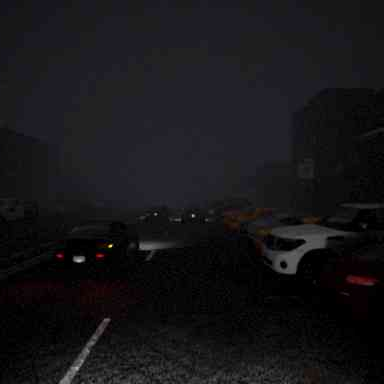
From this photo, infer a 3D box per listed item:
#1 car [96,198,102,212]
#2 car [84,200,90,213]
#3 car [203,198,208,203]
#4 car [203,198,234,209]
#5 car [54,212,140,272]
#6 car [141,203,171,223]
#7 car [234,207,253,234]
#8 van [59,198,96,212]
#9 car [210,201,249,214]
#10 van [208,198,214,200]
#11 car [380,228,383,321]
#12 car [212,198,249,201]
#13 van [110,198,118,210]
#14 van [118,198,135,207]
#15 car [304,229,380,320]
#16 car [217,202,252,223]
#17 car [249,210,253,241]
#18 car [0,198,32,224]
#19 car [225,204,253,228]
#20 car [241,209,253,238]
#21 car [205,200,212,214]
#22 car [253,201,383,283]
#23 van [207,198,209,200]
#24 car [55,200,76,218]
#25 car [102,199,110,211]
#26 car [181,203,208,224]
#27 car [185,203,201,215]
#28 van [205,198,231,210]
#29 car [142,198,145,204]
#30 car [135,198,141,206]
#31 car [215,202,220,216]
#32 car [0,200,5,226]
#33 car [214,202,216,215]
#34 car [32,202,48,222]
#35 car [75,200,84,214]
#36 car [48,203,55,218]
[{"bbox_3d":[-15.850,2.053,47.490,4.553,1.767,2.185,0,-1,0],"label":"car"},{"bbox_3d":[-15.804,2.123,41.971,4.674,1.452,2.002,0,-1,0],"label":"car"},{"bbox_3d":[4.739,2.019,53.108,5.566,2.045,2.435,0,-1,0],"label":"car"},{"bbox_3d":[4.759,2.141,61.443,5.566,2.045,2.435,0,-1,0],"label":"car"},{"bbox_3d":[-2.903,1.574,10.853,1.812,1.442,4.674,0,-1,0],"label":"car"},{"bbox_3d":[-2.909,1.899,29.141,2.033,1.411,5.357,0,-1,0],"label":"car"},{"bbox_3d":[4.708,1.640,16.864,4.674,1.452,2.002,0,-1,0],"label":"car"},{"bbox_3d":[-15.696,1.906,44.734,4.442,1.987,1.878,0,-1,0],"label":"van"},{"bbox_3d":[4.695,1.922,33.652,5.008,1.535,2.097,0,-1,0],"label":"car"},{"bbox_3d":[4.816,1.906,44.772,4.442,1.987,1.878,0,-1,0],"label":"van"},{"bbox_3d":[4.678,1.360,3.103,4.553,1.767,2.185,0,0,0],"label":"car"},{"bbox_3d":[4.731,1.852,36.432,4.553,1.767,2.185,0,-1,0],"label":"car"},{"bbox_3d":[-15.960,2.125,58.525,4.442,1.987,1.878,0,-1,0],"label":"van"},{"bbox_3d":[-15.763,2.333,75.069,4.442,1.987,1.878,0,-1,0],"label":"van"},{"bbox_3d":[4.707,1.535,5.880,4.674,1.452,2.002,0,0,0],"label":"car"},{"bbox_3d":[4.708,1.751,25.190,5.008,1.535,2.097,0,-1,0],"label":"car"},{"bbox_3d":[4.892,1.531,11.433,5.366,1.575,1.946,0,-1,0],"label":"car"},{"bbox_3d":[-15.799,1.513,25.432,5.566,2.045,2.435,0,-1,0],"label":"car"},{"bbox_3d":[4.890,1.642,19.635,5.366,1.575,1.946,0,-1,0],"label":"car"},{"bbox_3d":[4.703,1.604,14.206,4.674,1.452,2.002,0,-1,0],"label":"car"},{"bbox_3d":[4.514,2.026,39.086,5.366,1.575,1.946,0,-1,0],"label":"car"},{"bbox_3d":[4.679,1.259,8.657,5.566,2.045,2.435,0,0,0],"label":"car"},{"bbox_3d":[4.819,1.952,47.425,4.442,1.987,1.878,0,-1,0],"label":"van"},{"bbox_3d":[-15.980,1.978,36.456,5.366,1.575,1.946,0,-1,0],"label":"car"},{"bbox_3d":[-15.797,1.973,50.250,5.566,2.045,2.435,0,-1,0],"label":"car"},{"bbox_3d":[0.092,1.895,28.151,1.994,1.385,4.181,0,-1,0],"label":"car"},{"bbox_3d":[0.091,2.184,43.031,1.994,1.385,4.181,0,-1,0],"label":"car"},{"bbox_3d":[4.606,2.127,58.666,4.442,1.987,1.878,0,-1,0],"label":"van"},{"bbox_3d":[-15.916,2.761,88.846,5.008,1.535,2.097,0,-1,0],"label":"car"},{"bbox_3d":[-15.863,2.378,80.580,5.566,2.045,2.435,0,-1,0],"label":"car"},{"bbox_3d":[4.708,1.811,28.093,4.892,1.521,2.231,0,-1,0],"label":"car"},{"bbox_3d":[-15.796,1.584,22.675,4.553,1.767,2.185,0,-1,0],"label":"car"},{"bbox_3d":[4.730,1.896,30.872,4.792,1.488,2.163,0,-1,0],"label":"car"},{"bbox_3d":[-15.748,1.567,28.189,5.566,2.045,2.435,0,-1,0],"label":"car"},{"bbox_3d":[-15.986,2.030,39.215,5.366,1.575,1.946,0,-1,0],"label":"car"},{"bbox_3d":[-15.752,1.748,30.944,4.553,1.767,2.185,0,-1,0],"label":"car"}]
